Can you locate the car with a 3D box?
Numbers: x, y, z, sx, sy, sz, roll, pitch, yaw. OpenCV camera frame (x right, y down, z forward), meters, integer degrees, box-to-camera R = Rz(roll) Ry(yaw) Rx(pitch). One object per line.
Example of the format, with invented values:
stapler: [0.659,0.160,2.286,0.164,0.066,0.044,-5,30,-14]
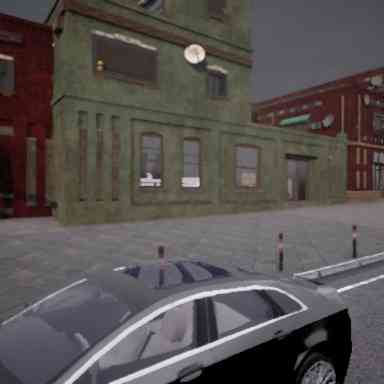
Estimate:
car: [-0.482,1.491,3.034,4.902,1.511,2.128,0,0,-36]
